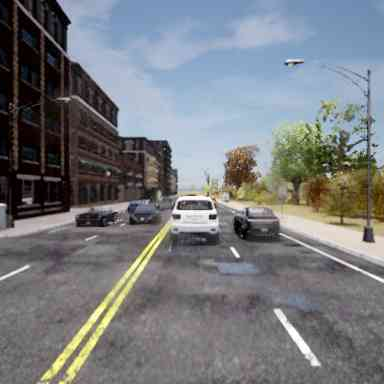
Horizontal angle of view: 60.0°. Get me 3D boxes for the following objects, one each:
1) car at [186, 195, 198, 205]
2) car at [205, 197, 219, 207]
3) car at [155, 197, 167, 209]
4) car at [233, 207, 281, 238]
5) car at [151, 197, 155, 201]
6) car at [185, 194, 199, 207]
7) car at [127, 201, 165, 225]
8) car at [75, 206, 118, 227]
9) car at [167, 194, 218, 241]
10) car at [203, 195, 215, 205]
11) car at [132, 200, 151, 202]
[{"bbox_3d":[-0.010,1.524,64.772,2.097,1.767,4.553,0,0,0],"label":"car"},{"bbox_3d":[3.242,1.620,54.379,1.882,1.535,5.008,0,0,0],"label":"car"},{"bbox_3d":[-3.336,1.469,44.921,2.097,1.767,4.553,0,0,0],"label":"car"},{"bbox_3d":[3.347,1.536,17.787,2.128,1.511,4.902,0,0,0],"label":"car"},{"bbox_3d":[-6.509,1.721,58.967,1.837,1.490,4.892,0,0,0],"label":"car"},{"bbox_3d":[-0.008,1.364,54.409,2.150,2.045,5.566,0,0,0],"label":"car"},{"bbox_3d":[-3.353,1.626,24.358,1.994,1.385,4.181,0,0,0],"label":"car"},{"bbox_3d":[-6.604,1.662,23.392,1.895,1.301,4.718,0,0,0],"label":"car"},{"bbox_3d":[0.112,1.260,16.966,2.150,2.045,5.566,0,0,0],"label":"car"},{"bbox_3d":[3.240,1.525,64.772,2.097,1.767,4.553,0,0,0],"label":"car"},{"bbox_3d":[-6.597,1.670,40.500,1.994,1.385,4.181,0,0,0],"label":"car"}]
